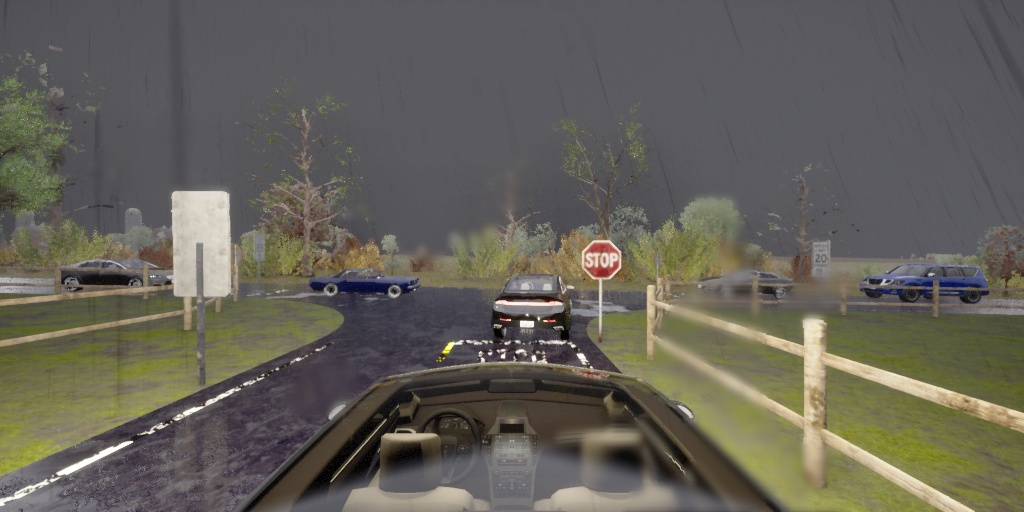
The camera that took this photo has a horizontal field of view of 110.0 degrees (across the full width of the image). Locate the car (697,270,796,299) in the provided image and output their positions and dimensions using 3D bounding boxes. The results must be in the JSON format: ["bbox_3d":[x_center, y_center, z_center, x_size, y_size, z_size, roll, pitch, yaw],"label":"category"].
[{"bbox_3d":[12.999,1.525,20.006,4.902,1.511,2.128,1,1,0],"label":"car"}]

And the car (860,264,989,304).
[{"bbox_3d":[22.894,1.466,19.998,5.566,2.045,2.150,1,1,0],"label":"car"}]

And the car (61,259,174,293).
[{"bbox_3d":[-18.494,0.885,17.087,4.902,1.511,2.128,1,1,0],"label":"car"}]

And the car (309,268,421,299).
[{"bbox_3d":[-6.826,1.248,17.074,4.718,1.301,1.895,1,1,0],"label":"car"}]

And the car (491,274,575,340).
[{"bbox_3d":[0.704,1.240,10.044,2.128,1.511,4.902,0,0,9],"label":"car"}]
